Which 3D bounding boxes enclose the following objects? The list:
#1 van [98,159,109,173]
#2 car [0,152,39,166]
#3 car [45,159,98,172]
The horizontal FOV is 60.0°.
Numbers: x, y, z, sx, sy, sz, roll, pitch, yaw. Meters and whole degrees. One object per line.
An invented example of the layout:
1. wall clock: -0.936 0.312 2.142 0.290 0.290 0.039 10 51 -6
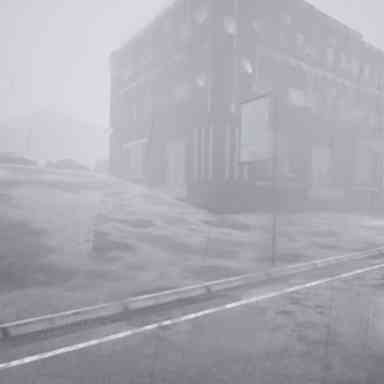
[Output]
1. van: -8.611 -2.539 37.541 1.878 1.987 4.442 0 -2 39
2. car: -15.754 -2.704 28.893 2.002 1.452 4.674 0 -2 41
3. car: -12.195 -2.502 33.137 2.002 1.452 4.674 0 -2 40
